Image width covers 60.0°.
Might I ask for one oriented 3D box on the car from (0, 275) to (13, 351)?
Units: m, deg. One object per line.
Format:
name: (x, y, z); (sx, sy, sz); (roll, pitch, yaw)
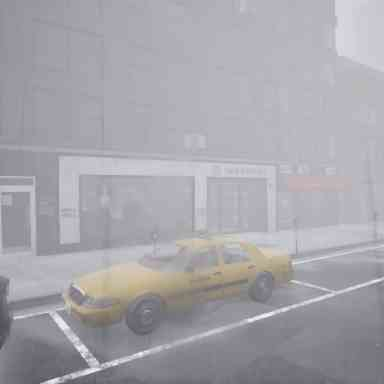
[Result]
car: (-4.343, 1.566, 3.566); (4.313, 1.339, 1.947); (0, -1, -35)

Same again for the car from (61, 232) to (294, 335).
car: (0.004, 1.524, 6.660); (4.829, 1.417, 1.752); (0, -1, -35)
